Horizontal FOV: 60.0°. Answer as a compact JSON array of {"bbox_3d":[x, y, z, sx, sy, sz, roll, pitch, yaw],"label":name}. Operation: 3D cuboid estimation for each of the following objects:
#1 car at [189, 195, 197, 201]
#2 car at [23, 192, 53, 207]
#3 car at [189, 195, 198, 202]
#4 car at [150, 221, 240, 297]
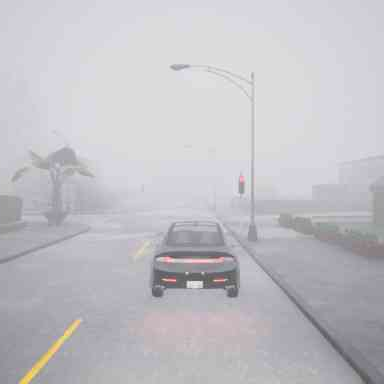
[{"bbox_3d":[0.331,1.541,84.715,1.994,1.385,4.181,0,0,0],"label":"car"},{"bbox_3d":[-19.593,0.986,43.003,1.905,1.878,3.866,0,0,35],"label":"car"},{"bbox_3d":[0.290,1.465,74.479,1.882,1.535,5.008,0,0,0],"label":"car"},{"bbox_3d":[0.084,1.492,8.544,2.128,1.511,4.902,0,0,1],"label":"car"}]
